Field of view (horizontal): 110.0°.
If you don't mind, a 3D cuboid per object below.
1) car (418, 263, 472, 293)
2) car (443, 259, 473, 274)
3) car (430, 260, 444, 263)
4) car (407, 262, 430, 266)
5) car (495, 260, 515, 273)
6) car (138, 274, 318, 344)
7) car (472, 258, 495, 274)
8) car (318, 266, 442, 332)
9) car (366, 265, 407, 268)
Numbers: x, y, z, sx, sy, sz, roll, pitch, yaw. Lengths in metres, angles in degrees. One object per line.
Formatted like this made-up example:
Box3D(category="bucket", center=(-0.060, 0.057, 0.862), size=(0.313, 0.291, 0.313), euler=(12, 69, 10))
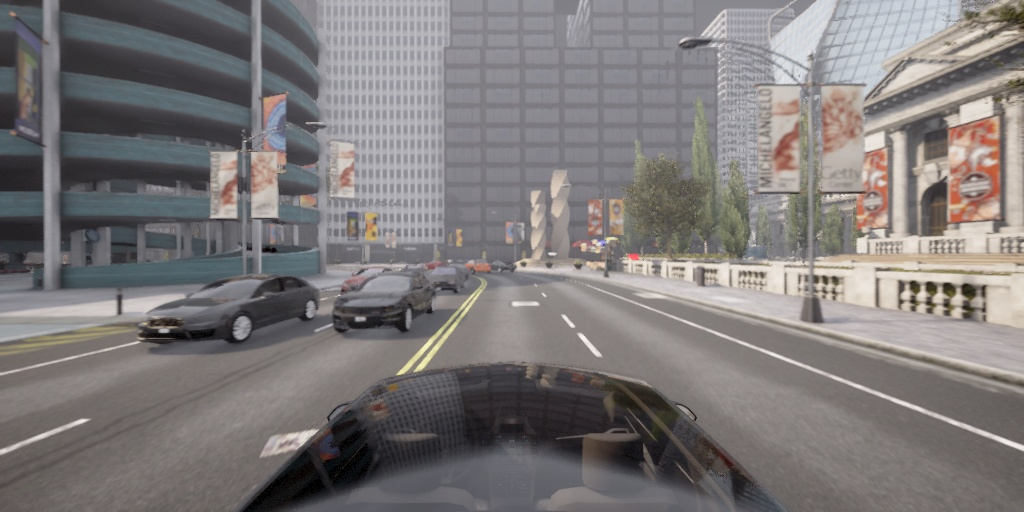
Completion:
Box3D(category="car", center=(-3.783, 1.303, 20.923), size=(2.033, 1.411, 5.357), euler=(0, 0, -1))
Box3D(category="car", center=(-4.751, 1.260, 30.980), size=(1.837, 1.490, 4.892), euler=(0, 0, -12))
Box3D(category="car", center=(-10.462, 1.246, 50.590), size=(1.882, 1.535, 5.008), euler=(0, 0, -42))
Box3D(category="car", center=(-7.880, 1.369, 28.826), size=(1.895, 1.301, 4.718), euler=(0, 0, -10))
Box3D(category="car", center=(-1.350, 1.242, 43.318), size=(1.837, 1.490, 4.892), euler=(0, 0, -29))
Box3D(category="car", center=(-7.147, 1.279, 9.772), size=(1.837, 1.490, 4.892), euler=(0, 0, 0))
Box3D(category="car", center=(-4.095, 1.100, 40.987), size=(2.097, 1.767, 4.553), euler=(0, 0, -25))
Box3D(category="car", center=(-3.660, 1.238, 11.100), size=(1.882, 1.535, 5.008), euler=(0, 0, -1))
Box3D(category="car", center=(-7.259, 1.296, 18.971), size=(1.812, 1.442, 4.674), euler=(0, 0, -1))
